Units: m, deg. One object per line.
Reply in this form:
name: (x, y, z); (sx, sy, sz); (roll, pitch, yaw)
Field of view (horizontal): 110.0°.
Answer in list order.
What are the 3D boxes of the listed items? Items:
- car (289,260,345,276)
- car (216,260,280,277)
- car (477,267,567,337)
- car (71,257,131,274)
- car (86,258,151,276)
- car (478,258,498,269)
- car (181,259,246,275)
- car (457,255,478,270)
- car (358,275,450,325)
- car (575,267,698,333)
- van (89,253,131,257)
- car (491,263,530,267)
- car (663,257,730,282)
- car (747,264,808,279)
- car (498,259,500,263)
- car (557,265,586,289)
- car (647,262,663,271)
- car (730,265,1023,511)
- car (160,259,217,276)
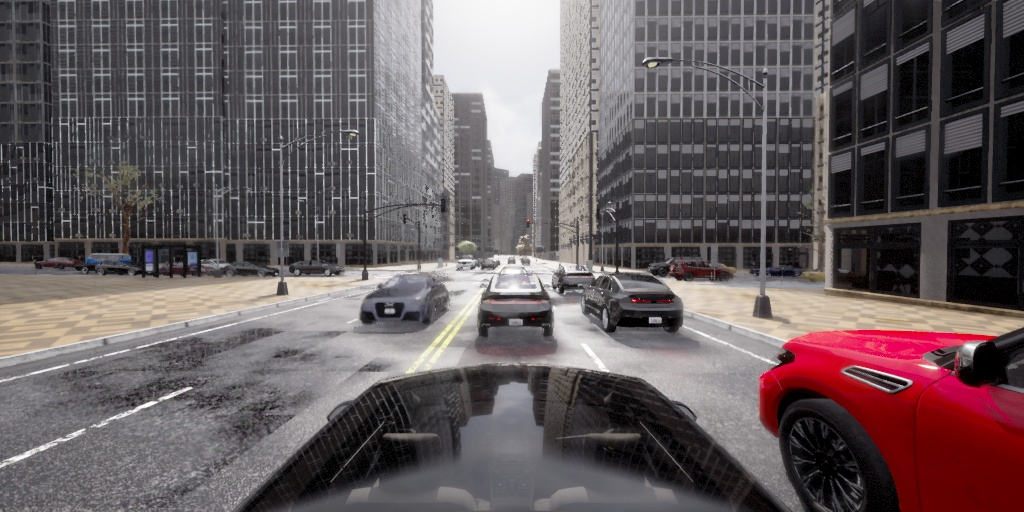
car: (-18.439, 1.108, 33.978); (4.892, 1.490, 1.837); (1, 1, 2)
car: (-22.761, 1.173, 31.372); (4.313, 1.339, 1.948); (0, 0, 1)
car: (0.091, 1.238, 10.281); (2.128, 1.511, 4.902); (0, 0, 0)
car: (-38.616, 1.020, 34.393); (4.718, 1.301, 1.895); (1, 1, 1)
car: (-34.126, 1.069, 31.667); (4.313, 1.339, 1.948); (0, 0, 1)
car: (-3.389, 1.192, 52.055); (1.882, 1.535, 5.008); (0, 0, 0)
car: (-28.394, 1.038, 34.188); (4.674, 1.442, 1.812); (1, 1, 1)
car: (-6.639, 0.935, 52.503); (2.150, 2.045, 5.566); (0, 0, 0)
car: (-3.304, 1.310, 11.728); (1.994, 1.385, 4.181); (0, 0, 1)
car: (3.340, 1.251, 10.776); (1.837, 1.490, 4.892); (0, 0, 0)
van: (-45.326, 0.604, 40.317); (3.998, 1.789, 1.690); (0, 0, 1)
car: (0.082, 1.288, 20.017); (2.033, 1.411, 5.357); (0, 0, 0)
car: (16.164, 1.269, 30.882); (5.009, 1.841, 2.192); (0, 0, 1)
car: (26.933, 1.556, 36.486); (4.718, 1.301, 1.895); (0, 1, 1)
car: (-3.390, 1.267, 61.641); (1.994, 1.385, 4.181); (0, 0, 0)
car: (3.332, 1.232, 20.024); (2.128, 1.511, 4.902); (0, 0, 0)
car: (16.810, 1.088, 36.634); (5.566, 2.045, 2.150); (1, 1, 1)
car: (3.348, 0.972, 0.912); (2.150, 2.045, 5.566); (0, 0, 0)
car: (-28.445, 1.138, 31.499); (4.207, 1.307, 1.802); (0, 0, 1)
